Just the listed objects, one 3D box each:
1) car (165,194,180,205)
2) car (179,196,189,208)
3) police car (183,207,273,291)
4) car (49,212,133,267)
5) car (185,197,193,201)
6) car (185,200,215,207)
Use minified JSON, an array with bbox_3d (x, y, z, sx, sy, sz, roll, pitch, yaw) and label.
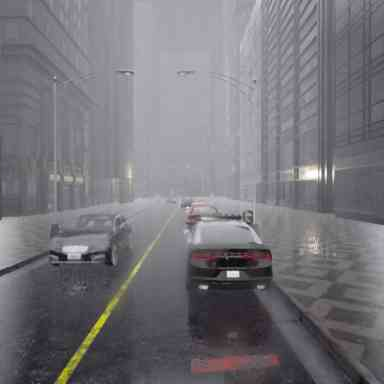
[{"bbox_3d":[-3.750,1.557,60.562,2.033,1.411,5.357,0,0,-1],"label":"car"},{"bbox_3d":[-0.566,1.607,46.674,1.895,1.301,4.718,0,0,0],"label":"car"},{"bbox_3d":[0.785,1.426,9.186,1.930,1.638,5.238,0,0,-1],"label":"police car"},{"bbox_3d":[-3.245,1.492,11.534,2.128,1.511,4.902,0,0,-1],"label":"car"},{"bbox_3d":[0.586,1.458,25.265,1.801,1.575,5.366,0,0,-1],"label":"car"},{"bbox_3d":[0.663,1.480,19.075,1.882,1.535,5.008,0,0,-1],"label":"car"}]
